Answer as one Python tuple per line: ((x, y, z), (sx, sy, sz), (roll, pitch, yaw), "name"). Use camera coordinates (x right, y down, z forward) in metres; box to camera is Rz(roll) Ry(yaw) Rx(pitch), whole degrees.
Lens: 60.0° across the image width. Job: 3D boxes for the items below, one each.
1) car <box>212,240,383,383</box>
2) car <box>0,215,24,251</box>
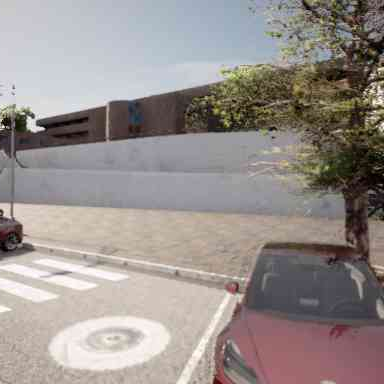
((1.618, 1.519, 4.613), (2.163, 1.488, 4.792), (1, -1, 16), "car")
((-8.152, 1.518, 11.589), (2.163, 1.488, 4.792), (1, -1, 15), "car")
